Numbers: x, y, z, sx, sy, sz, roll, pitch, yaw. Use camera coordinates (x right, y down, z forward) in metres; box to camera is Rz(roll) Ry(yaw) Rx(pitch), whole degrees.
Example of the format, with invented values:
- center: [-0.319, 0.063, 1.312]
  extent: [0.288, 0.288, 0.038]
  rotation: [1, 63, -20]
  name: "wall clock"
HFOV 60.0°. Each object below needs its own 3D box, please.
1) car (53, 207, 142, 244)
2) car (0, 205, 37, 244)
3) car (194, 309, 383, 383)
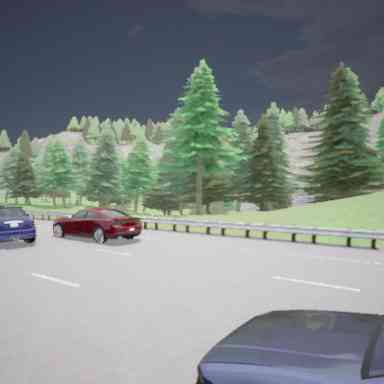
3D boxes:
- center: [-4.619, 1.477, 15.880]
  extent: [5.008, 1.535, 1.882]
  rotation: [0, 0, 35]
  name: "car"
- center: [-8.883, 1.352, 14.621]
  extent: [4.553, 1.767, 2.097]
  rotation: [0, 0, 35]
  name: "car"
- center: [2.571, 1.548, 2.160]
  extent: [5.357, 1.411, 2.033]
  rotation: [0, 0, 35]
  name: "car"
